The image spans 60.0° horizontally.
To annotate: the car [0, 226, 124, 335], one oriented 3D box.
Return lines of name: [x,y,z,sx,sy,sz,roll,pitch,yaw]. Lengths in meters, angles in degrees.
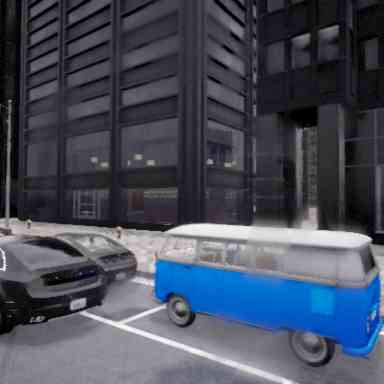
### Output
car: [-3.873,1.688,7.111,4.892,1.490,1.837,-1,-2,37]

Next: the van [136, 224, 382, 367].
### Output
van: [1.085,1.511,5.819,3.998,1.788,1.690,-1,-2,37]

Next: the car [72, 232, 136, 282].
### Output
car: [-3.435,1.791,9.181,4.403,1.369,2.008,-1,-2,37]

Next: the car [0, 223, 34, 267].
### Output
car: [-7.954,1.895,12.548,4.206,1.307,1.802,-1,-2,37]
